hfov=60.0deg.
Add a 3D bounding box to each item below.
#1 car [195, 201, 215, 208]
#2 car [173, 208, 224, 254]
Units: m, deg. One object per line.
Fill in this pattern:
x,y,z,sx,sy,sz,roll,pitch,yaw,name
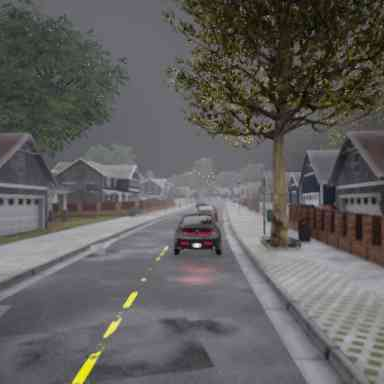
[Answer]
1.333,1.821,29.197,1.812,1.442,4.674,0,0,5,car
0.293,1.649,14.214,1.837,1.490,4.892,0,0,3,car
